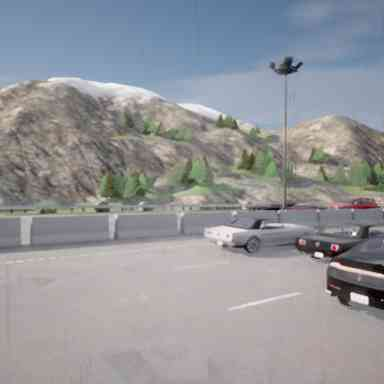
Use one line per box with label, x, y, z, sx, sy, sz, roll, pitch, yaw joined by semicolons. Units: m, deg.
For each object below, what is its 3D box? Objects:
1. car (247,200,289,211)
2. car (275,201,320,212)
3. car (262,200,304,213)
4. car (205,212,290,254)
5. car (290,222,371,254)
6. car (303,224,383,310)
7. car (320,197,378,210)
car;8.482;1.840;36.984;4.718;1.301;1.895;1;0;-25
car;11.376;1.862;34.481;4.718;1.301;1.895;1;0;-25
car;11.548;1.772;42.237;5.008;1.535;1.882;1;0;-24
car;2.969;1.687;13.880;4.718;1.301;1.895;1;0;-31
car;5.887;1.709;11.559;4.718;1.301;1.895;1;0;-31
car;4.803;1.569;6.779;4.902;1.511;2.128;1;0;-32
car;15.736;1.521;32.647;5.566;2.045;2.150;1;0;-24
